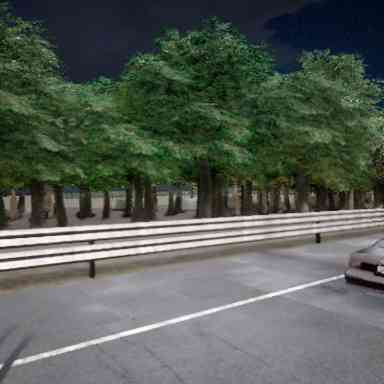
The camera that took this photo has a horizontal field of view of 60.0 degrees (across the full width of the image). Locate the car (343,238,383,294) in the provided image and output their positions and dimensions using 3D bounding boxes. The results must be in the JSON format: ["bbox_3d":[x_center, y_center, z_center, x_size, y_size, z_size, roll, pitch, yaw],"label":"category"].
[{"bbox_3d":[5.755,1.549,7.847,5.357,1.411,2.033,0,0,-35],"label":"car"}]
